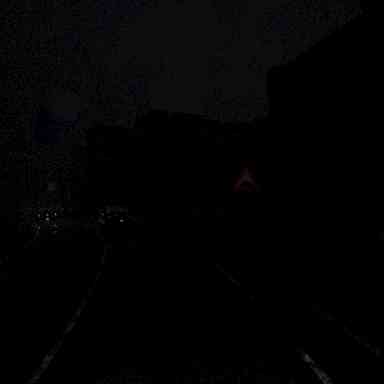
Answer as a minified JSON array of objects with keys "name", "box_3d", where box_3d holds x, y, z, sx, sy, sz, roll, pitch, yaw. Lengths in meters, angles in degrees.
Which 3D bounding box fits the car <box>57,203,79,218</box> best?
[{"name":"car","box_3d":[-14.943,2.070,38.878,2.097,1.767,4.553,-3,1,-39]}]

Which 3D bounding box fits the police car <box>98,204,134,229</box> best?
[{"name":"police car","box_3d":[-5.668,1.680,24.320,1.930,1.638,5.238,-2,1,-23]}]

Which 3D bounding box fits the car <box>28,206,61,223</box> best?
[{"name":"car","box_3d":[-15.016,2.340,33.388,1.895,1.301,4.718,-3,0,-36]}]
